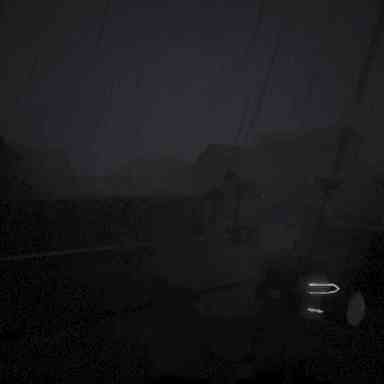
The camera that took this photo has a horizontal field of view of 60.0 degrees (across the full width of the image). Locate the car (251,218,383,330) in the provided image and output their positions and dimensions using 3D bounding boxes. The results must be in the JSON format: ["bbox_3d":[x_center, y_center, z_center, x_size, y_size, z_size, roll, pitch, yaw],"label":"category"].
[{"bbox_3d":[3.429,1.459,7.042,5.008,1.535,1.882,0,0,-35],"label":"car"}]

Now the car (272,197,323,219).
[{"bbox_3d":[7.329,1.121,22.676,1.845,1.501,3.633,0,0,-38],"label":"car"}]
